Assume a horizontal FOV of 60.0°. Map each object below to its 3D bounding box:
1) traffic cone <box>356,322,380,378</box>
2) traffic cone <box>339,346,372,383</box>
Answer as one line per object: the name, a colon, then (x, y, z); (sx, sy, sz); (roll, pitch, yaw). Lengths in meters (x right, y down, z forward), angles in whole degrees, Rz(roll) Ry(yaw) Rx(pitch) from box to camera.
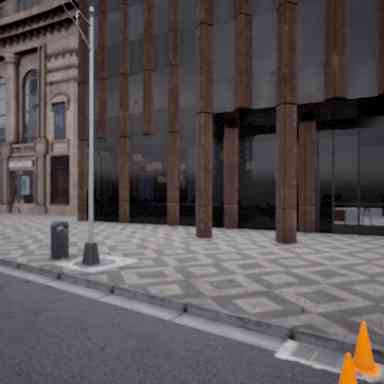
traffic cone: (2.189, 1.956, 4.246); (0.340, 0.580, 0.340); (0, 0, 35)
traffic cone: (1.610, 1.956, 3.430); (0.340, 0.580, 0.340); (0, 0, 35)
